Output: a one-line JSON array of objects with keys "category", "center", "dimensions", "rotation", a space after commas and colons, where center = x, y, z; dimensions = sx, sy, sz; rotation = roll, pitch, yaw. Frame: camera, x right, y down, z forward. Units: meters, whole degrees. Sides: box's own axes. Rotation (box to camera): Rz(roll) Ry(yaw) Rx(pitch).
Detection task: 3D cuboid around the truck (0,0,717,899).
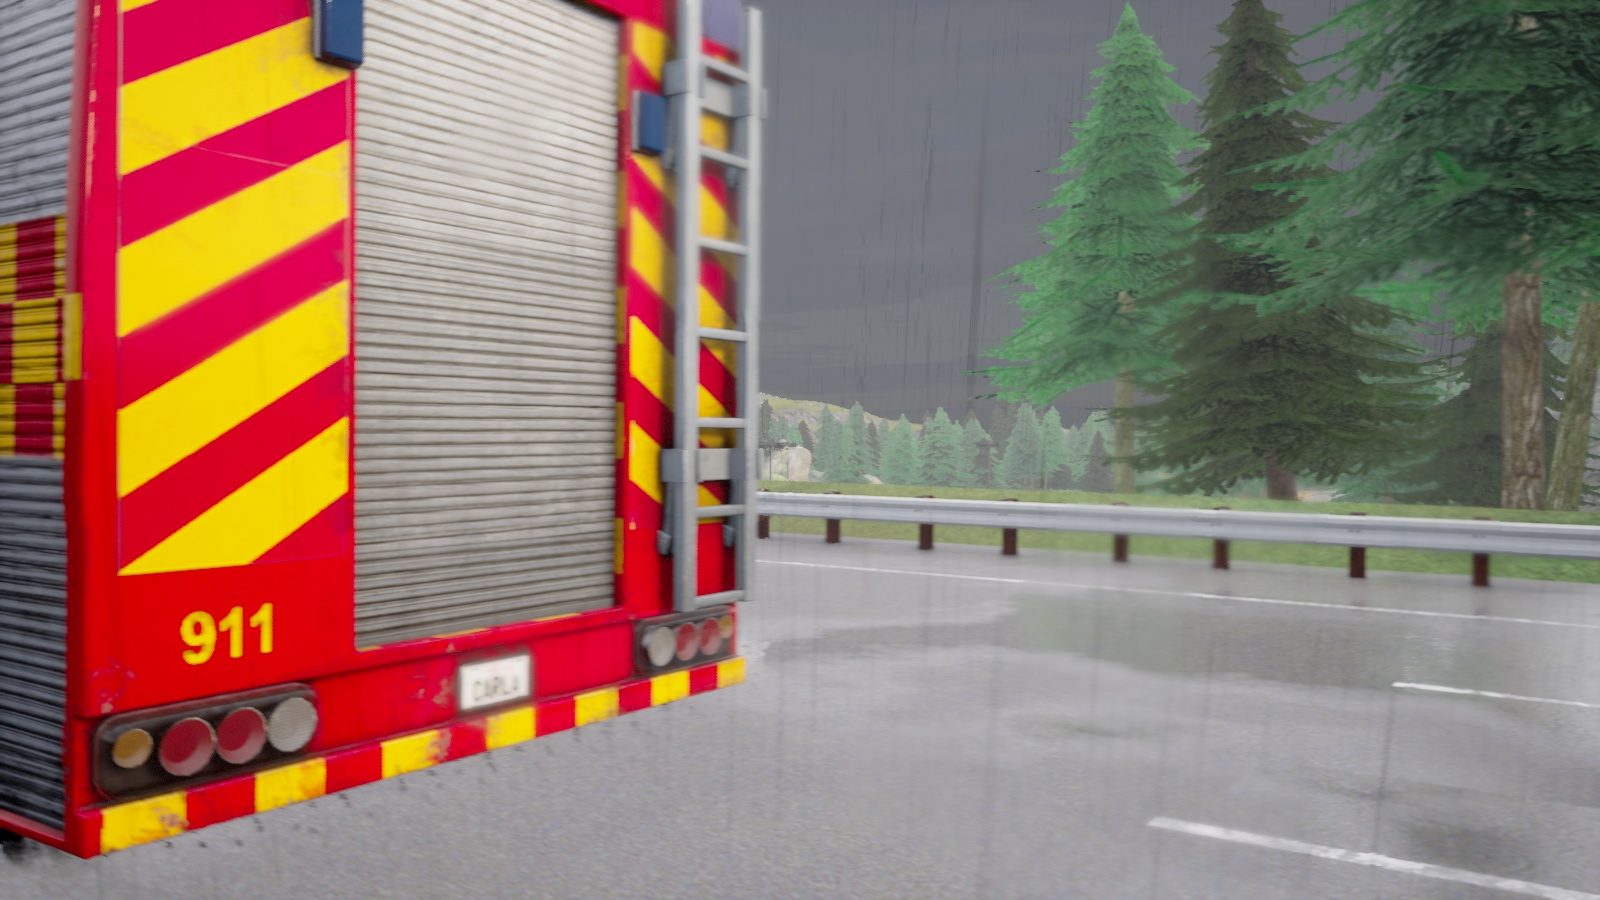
[{"category": "truck", "center": [-4.713, -0.482, 6.744], "dimensions": [8.468, 3.827, 2.891], "rotation": [0, 1, 34]}]
